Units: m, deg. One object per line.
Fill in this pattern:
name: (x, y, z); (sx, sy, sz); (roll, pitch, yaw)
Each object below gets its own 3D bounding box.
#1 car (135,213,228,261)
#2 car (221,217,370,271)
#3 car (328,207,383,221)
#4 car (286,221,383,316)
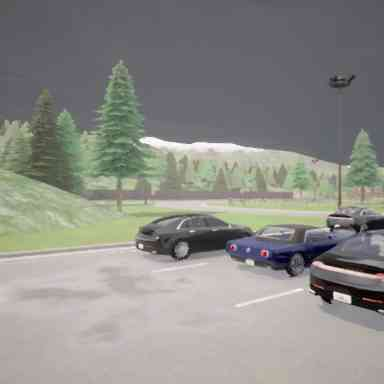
car: (0.268, 1.562, 12.526); (4.892, 1.490, 1.837); (0, 0, -35)
car: (3.416, 1.667, 10.468); (4.718, 1.301, 1.895); (1, 0, -35)
car: (9.790, 1.636, 19.299); (4.902, 1.511, 2.128); (0, 0, -35)
car: (4.463, 1.549, 6.919); (4.902, 1.511, 2.128); (0, 0, -35)
